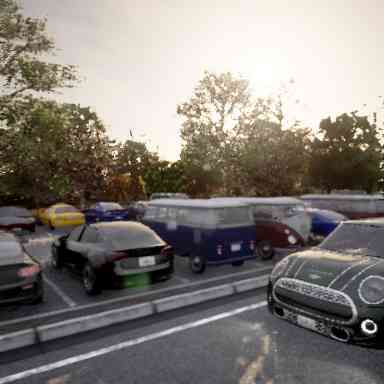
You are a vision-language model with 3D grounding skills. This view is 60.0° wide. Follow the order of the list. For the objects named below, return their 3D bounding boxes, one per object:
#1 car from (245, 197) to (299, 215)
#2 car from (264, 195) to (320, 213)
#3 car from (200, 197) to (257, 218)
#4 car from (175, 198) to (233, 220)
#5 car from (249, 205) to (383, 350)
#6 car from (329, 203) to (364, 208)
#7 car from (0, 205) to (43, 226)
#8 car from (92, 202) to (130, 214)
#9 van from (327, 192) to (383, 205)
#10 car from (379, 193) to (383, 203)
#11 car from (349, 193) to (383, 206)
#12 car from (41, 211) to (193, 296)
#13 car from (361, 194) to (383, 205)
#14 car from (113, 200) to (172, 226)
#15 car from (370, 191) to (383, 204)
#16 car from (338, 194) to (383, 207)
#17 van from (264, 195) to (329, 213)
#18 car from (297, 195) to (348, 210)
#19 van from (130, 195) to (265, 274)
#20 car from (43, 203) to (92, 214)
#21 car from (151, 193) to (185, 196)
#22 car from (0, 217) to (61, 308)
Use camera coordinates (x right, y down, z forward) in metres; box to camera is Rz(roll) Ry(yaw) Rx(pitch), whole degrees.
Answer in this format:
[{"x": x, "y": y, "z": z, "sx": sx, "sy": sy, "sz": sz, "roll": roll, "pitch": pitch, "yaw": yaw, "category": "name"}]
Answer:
[{"x": 7.590, "y": 1.246, "z": 32.125, "sx": 2.163, "sy": 1.488, "sz": 4.792, "roll": -1, "pitch": 1, "yaw": -36, "category": "car"}, {"x": 9.972, "y": 1.176, "z": 33.564, "sx": 1.946, "sy": 1.575, "sz": 5.366, "roll": -1, "pitch": 1, "yaw": -36, "category": "car"}, {"x": 3.089, "y": 1.289, "z": 28.876, "sx": 2.097, "sy": 1.535, "sz": 5.008, "roll": -1, "pitch": 1, "yaw": -36, "category": "car"}, {"x": 0.832, "y": 1.325, "z": 27.261, "sx": 2.097, "sy": 1.535, "sz": 5.008, "roll": -1, "pitch": 1, "yaw": -36, "category": "car"}, {"x": 3.499, "y": 1.291, "z": 6.179, "sx": 4.553, "sy": 1.767, "sz": 2.097, "roll": -1, "pitch": 0, "yaw": -35, "category": "car"}, {"x": 4.551, "y": 1.387, "z": 13.827, "sx": 2.097, "sy": 1.535, "sz": 5.008, "roll": -1, "pitch": 1, "yaw": -36, "category": "car"}, {"x": -10.434, "y": 1.525, "z": 19.160, "sx": 2.163, "sy": 1.488, "sz": 4.792, "roll": -1, "pitch": 0, "yaw": -36, "category": "car"}, {"x": -5.935, "y": 1.433, "z": 22.407, "sx": 2.097, "sy": 1.535, "sz": 5.008, "roll": -1, "pitch": 0, "yaw": -36, "category": "car"}, {"x": 6.757, "y": 1.125, "z": 15.555, "sx": 1.878, "sy": 1.987, "sz": 4.442, "roll": -1, "pitch": 1, "yaw": -36, "category": "van"}, {"x": 30.176, "y": 0.854, "z": 48.253, "sx": 2.097, "sy": 1.535, "sz": 5.008, "roll": -1, "pitch": 1, "yaw": -36, "category": "car"}, {"x": 23.411, "y": 0.961, "z": 43.400, "sx": 2.097, "sy": 1.535, "sz": 5.008, "roll": -1, "pitch": 1, "yaw": -36, "category": "car"}, {"x": -2.311, "y": 1.517, "z": 8.961, "sx": 2.163, "sy": 1.488, "sz": 4.792, "roll": -1, "pitch": 0, "yaw": -36, "category": "car"}, {"x": 25.667, "y": 0.965, "z": 45.017, "sx": 2.002, "sy": 1.452, "sz": 4.674, "roll": -1, "pitch": 1, "yaw": -36, "category": "car"}, {"x": -3.676, "y": 1.400, "z": 24.023, "sx": 2.231, "sy": 1.521, "sz": 4.892, "roll": -1, "pitch": 1, "yaw": -36, "category": "car"}, {"x": 27.903, "y": 0.764, "z": 46.658, "sx": 2.185, "sy": 1.767, "sz": 4.553, "roll": -1, "pitch": 1, "yaw": -36, "category": "car"}, {"x": 21.151, "y": 1.037, "z": 41.786, "sx": 2.002, "sy": 1.452, "sz": 4.674, "roll": -1, "pitch": 1, "yaw": -36, "category": "car"}, {"x": 2.330, "y": 1.197, "z": 12.101, "sx": 1.878, "sy": 1.987, "sz": 4.442, "roll": -1, "pitch": 1, "yaw": -36, "category": "van"}, {"x": 14.396, "y": 1.136, "z": 36.922, "sx": 2.163, "sy": 1.488, "sz": 4.792, "roll": -1, "pitch": 1, "yaw": -36, "category": "car"}, {"x": -0.084, "y": 1.229, "z": 10.661, "sx": 1.878, "sy": 1.987, "sz": 4.442, "roll": -1, "pitch": 0, "yaw": -36, "category": "van"}, {"x": -8.304, "y": 1.461, "z": 20.946, "sx": 1.946, "sy": 1.575, "sz": 5.366, "roll": -1, "pitch": 0, "yaw": -36, "category": "car"}, {"x": -1.409, "y": 1.111, "z": 25.616, "sx": 2.435, "sy": 2.045, "sz": 5.566, "roll": -1, "pitch": 1, "yaw": -36, "category": "car"}, {"x": -4.576, "y": 1.552, "z": 7.302, "sx": 2.002, "sy": 1.452, "sz": 4.674, "roll": -1, "pitch": 0, "yaw": -36, "category": "car"}]
